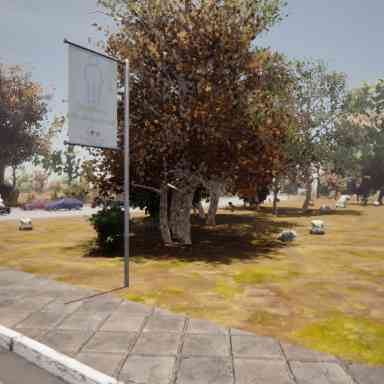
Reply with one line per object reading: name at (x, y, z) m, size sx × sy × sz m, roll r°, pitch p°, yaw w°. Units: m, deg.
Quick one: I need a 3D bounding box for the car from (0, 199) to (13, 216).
car at (-18.844, 1.600, 29.824) m, size 1.895 × 1.301 × 4.718 m, roll 0°, pitch 0°, yaw 38°

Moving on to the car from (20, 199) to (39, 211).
car at (-18.973, 1.555, 41.265) m, size 1.994 × 1.385 × 4.181 m, roll 0°, pitch 0°, yaw 39°

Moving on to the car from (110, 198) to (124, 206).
car at (-9.213, 1.556, 48.074) m, size 1.895 × 1.301 × 4.718 m, roll 0°, pitch 0°, yaw 37°

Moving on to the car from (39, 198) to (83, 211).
car at (-15.411, 1.514, 40.131) m, size 1.812 × 1.442 × 4.674 m, roll 0°, pitch 0°, yaw 38°

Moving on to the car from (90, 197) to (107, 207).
car at (-12.720, 1.465, 49.255) m, size 1.837 × 1.490 × 4.892 m, roll 0°, pitch 0°, yaw 37°

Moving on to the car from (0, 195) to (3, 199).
car at (-21.424, 1.221, 32.567) m, size 2.150 × 2.045 × 5.566 m, roll 0°, pitch 0°, yaw 39°
